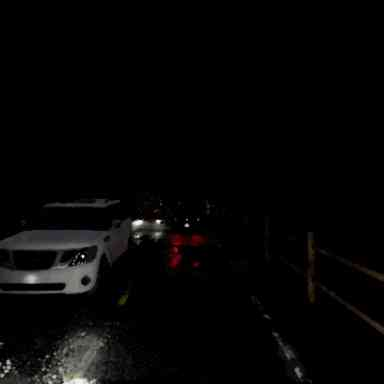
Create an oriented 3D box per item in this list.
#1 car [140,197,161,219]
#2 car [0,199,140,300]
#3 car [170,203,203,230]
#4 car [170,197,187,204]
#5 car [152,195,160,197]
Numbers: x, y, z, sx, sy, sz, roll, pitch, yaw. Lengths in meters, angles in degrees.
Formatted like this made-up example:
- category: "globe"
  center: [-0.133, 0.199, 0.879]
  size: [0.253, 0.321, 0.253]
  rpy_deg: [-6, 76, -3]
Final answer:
- category: "car"
  center: [-3.761, 1.490, 29.576]
  size: [1.882, 1.535, 5.008]
  rpy_deg: [1, 0, -3]
- category: "car"
  center: [-2.922, 1.220, 8.753]
  size: [2.150, 2.045, 5.566]
  rpy_deg: [0, 0, -1]
- category: "car"
  center: [-0.385, 1.606, 21.167]
  size: [1.895, 1.301, 4.718]
  rpy_deg: [0, 0, -2]
- category: "car"
  center: [-1.756, 1.392, 42.899]
  size: [2.097, 1.767, 4.553]
  rpy_deg: [0, 0, -5]
- category: "car"
  center: [-7.562, 1.429, 70.015]
  size: [2.097, 1.767, 4.553]
  rpy_deg: [0, 0, -7]
